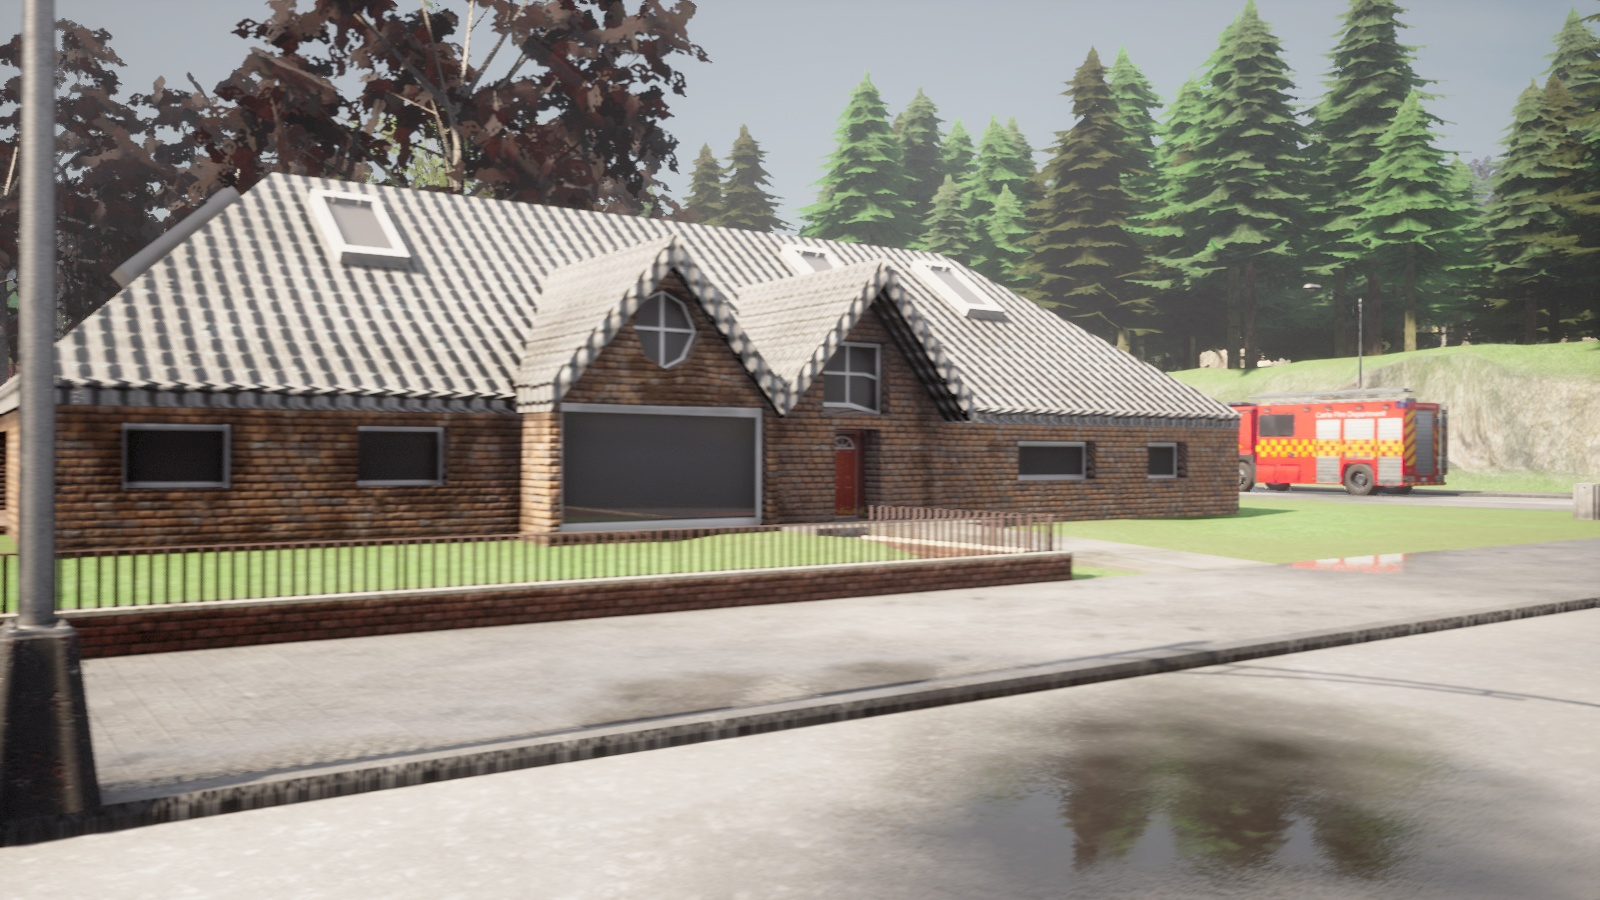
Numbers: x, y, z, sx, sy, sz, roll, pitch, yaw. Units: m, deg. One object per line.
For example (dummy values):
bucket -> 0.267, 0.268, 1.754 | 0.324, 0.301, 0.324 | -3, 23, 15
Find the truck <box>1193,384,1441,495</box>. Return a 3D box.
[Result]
truck -> 19.416, -0.344, 47.791 | 2.891, 3.827, 8.468 | 0, 0, -35
